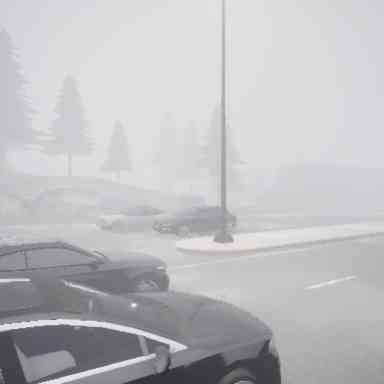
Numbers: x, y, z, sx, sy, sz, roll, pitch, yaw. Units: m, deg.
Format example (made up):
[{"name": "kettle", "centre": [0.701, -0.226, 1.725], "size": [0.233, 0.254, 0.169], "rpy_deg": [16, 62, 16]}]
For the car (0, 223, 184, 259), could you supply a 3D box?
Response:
[{"name": "car", "centre": [-2.636, 1.525, 6.018], "size": [4.674, 1.442, 1.812], "rpy_deg": [0, 0, -35]}]

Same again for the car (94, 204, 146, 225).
[{"name": "car", "centre": [-3.311, 1.597, 19.793], "size": [4.718, 1.301, 1.895], "rpy_deg": [0, 0, -34]}]

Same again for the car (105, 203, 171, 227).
[{"name": "car", "centre": [-3.813, 1.560, 23.659], "size": [4.181, 1.385, 1.994], "rpy_deg": [0, 0, -34]}]

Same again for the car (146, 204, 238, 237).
[{"name": "car", "centre": [0.261, 1.502, 17.961], "size": [4.892, 1.490, 1.837], "rpy_deg": [0, 0, -34]}]

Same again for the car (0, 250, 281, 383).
[{"name": "car", "centre": [-1.342, 1.491, 2.647], "size": [4.902, 1.511, 2.128], "rpy_deg": [0, 0, -36]}]
